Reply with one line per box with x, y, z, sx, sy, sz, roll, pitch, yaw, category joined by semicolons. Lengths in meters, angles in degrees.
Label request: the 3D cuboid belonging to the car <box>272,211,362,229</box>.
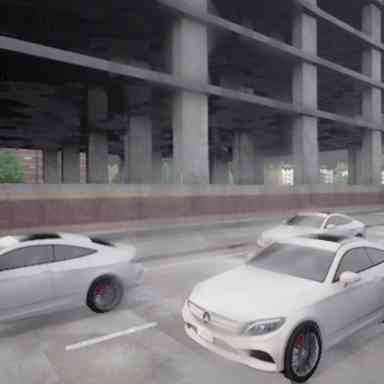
4.307;1.425;11.573;4.674;1.442;1.812;-1;0;-37;car

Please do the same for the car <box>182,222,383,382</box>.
2.031;1.478;5.519;4.674;1.442;1.812;-1;0;-37;car

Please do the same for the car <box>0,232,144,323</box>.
-3.139;1.519;6.043;4.674;1.442;1.812;-1;0;-37;car
